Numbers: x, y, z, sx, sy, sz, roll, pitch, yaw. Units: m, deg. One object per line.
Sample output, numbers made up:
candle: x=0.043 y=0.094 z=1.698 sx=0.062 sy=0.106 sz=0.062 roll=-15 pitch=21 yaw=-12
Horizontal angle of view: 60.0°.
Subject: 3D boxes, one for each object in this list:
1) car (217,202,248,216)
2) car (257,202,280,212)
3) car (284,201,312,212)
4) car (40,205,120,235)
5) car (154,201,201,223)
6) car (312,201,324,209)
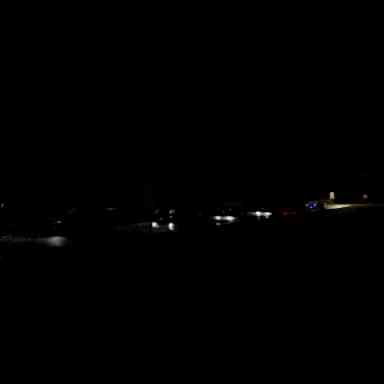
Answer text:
car: x=4.539 y=1.837 z=36.342 sx=1.812 sy=1.442 sz=4.674 roll=-1 pitch=-1 yaw=35
car: x=10.295 y=1.966 z=44.581 sx=1.994 sy=1.385 sz=4.181 roll=-1 pitch=-1 yaw=35
car: x=14.010 y=1.890 z=44.922 sx=2.128 sy=1.511 sz=4.902 roll=-1 pitch=-1 yaw=35
car: x=-6.639 y=1.606 z=20.229 sx=1.882 sy=1.535 sz=5.008 roll=-1 pitch=-1 yaw=35
car: x=-1.134 y=1.571 z=28.172 sx=2.097 sy=1.767 sz=4.553 roll=-1 pitch=-1 yaw=35
car: x=19.690 y=2.088 z=53.198 sx=1.895 sy=1.301 sz=4.718 roll=-1 pitch=-1 yaw=35
